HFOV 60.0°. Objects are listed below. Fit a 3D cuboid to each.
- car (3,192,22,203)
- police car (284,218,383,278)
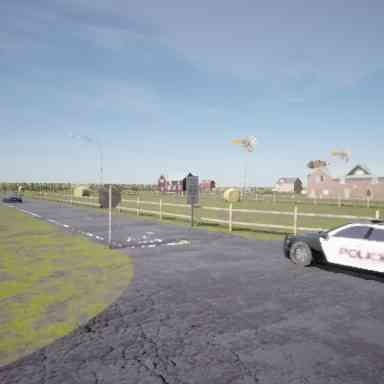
[{"bbox_3d":[-24.673,0.746,45.651,1.994,1.385,4.181,1,1,-36],"label":"car"},{"bbox_3d":[4.870,1.506,9.198,2.038,1.542,4.974,0,0,-36],"label":"police car"}]
